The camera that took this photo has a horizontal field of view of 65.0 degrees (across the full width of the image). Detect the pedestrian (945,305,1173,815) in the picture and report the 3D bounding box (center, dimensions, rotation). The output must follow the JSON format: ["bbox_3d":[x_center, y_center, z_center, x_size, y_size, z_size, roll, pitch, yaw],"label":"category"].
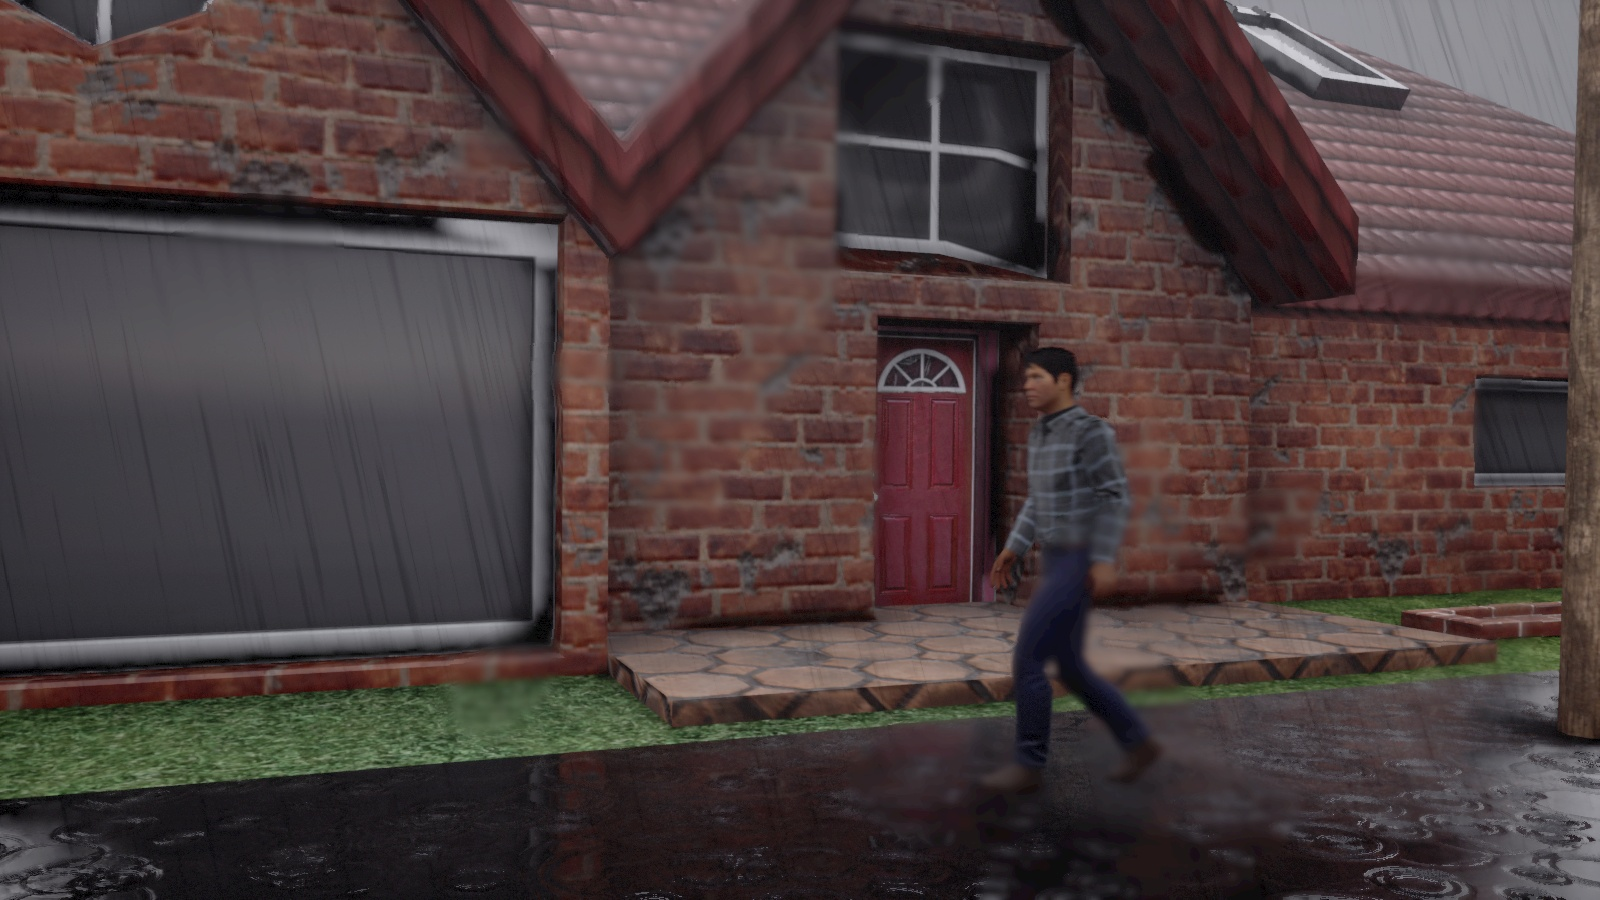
[{"bbox_3d":[1.031,0.414,5.059,0.788,1.949,0.423,-1,1,-9],"label":"pedestrian"}]
